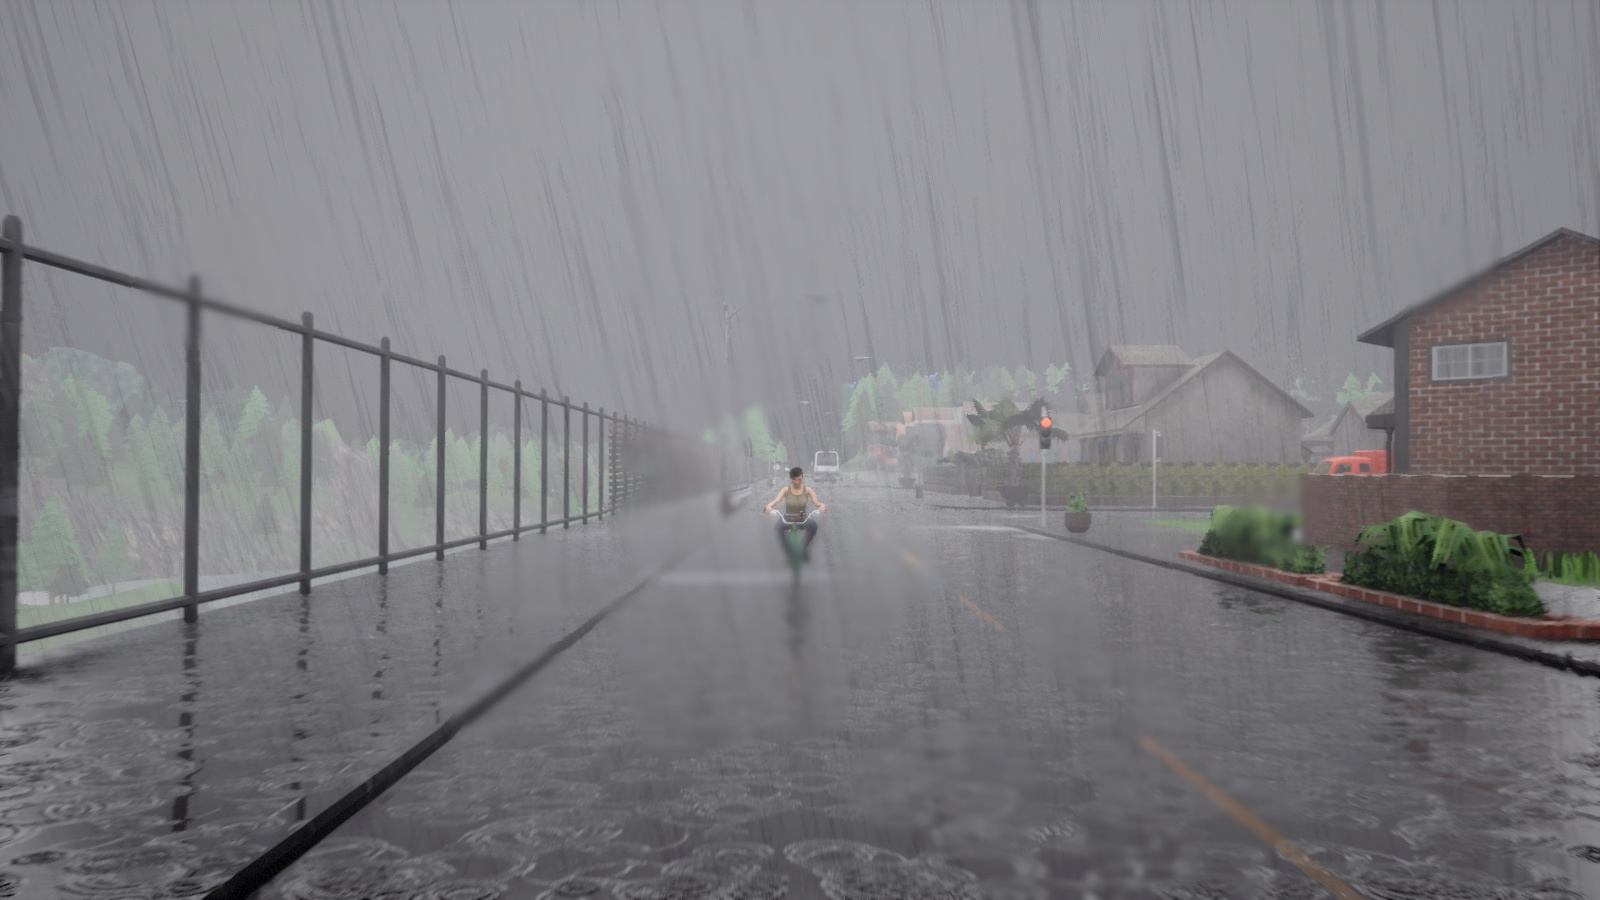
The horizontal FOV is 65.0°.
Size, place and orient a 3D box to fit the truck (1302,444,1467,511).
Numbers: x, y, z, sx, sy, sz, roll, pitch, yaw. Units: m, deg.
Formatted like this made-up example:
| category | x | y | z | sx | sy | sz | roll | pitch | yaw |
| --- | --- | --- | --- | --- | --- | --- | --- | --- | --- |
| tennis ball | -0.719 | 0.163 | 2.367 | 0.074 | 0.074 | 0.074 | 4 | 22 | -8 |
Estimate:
| category | x | y | z | sx | sy | sz | roll | pitch | yaw |
| --- | --- | --- | --- | --- | --- | --- | --- | --- | --- |
| truck | 22.706 | 1.068 | 48.932 | 5.204 | 2.467 | 2.627 | 1 | -1 | 0 |

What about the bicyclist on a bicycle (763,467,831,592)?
| category | x | y | z | sx | sy | sz | roll | pitch | yaw |
| --- | --- | --- | --- | --- | --- | --- | --- | --- | --- |
| bicyclist on a bicycle | -0.036 | 1.036 | 17.018 | 0.866 | 1.612 | 1.509 | 0 | -1 | 0 |
